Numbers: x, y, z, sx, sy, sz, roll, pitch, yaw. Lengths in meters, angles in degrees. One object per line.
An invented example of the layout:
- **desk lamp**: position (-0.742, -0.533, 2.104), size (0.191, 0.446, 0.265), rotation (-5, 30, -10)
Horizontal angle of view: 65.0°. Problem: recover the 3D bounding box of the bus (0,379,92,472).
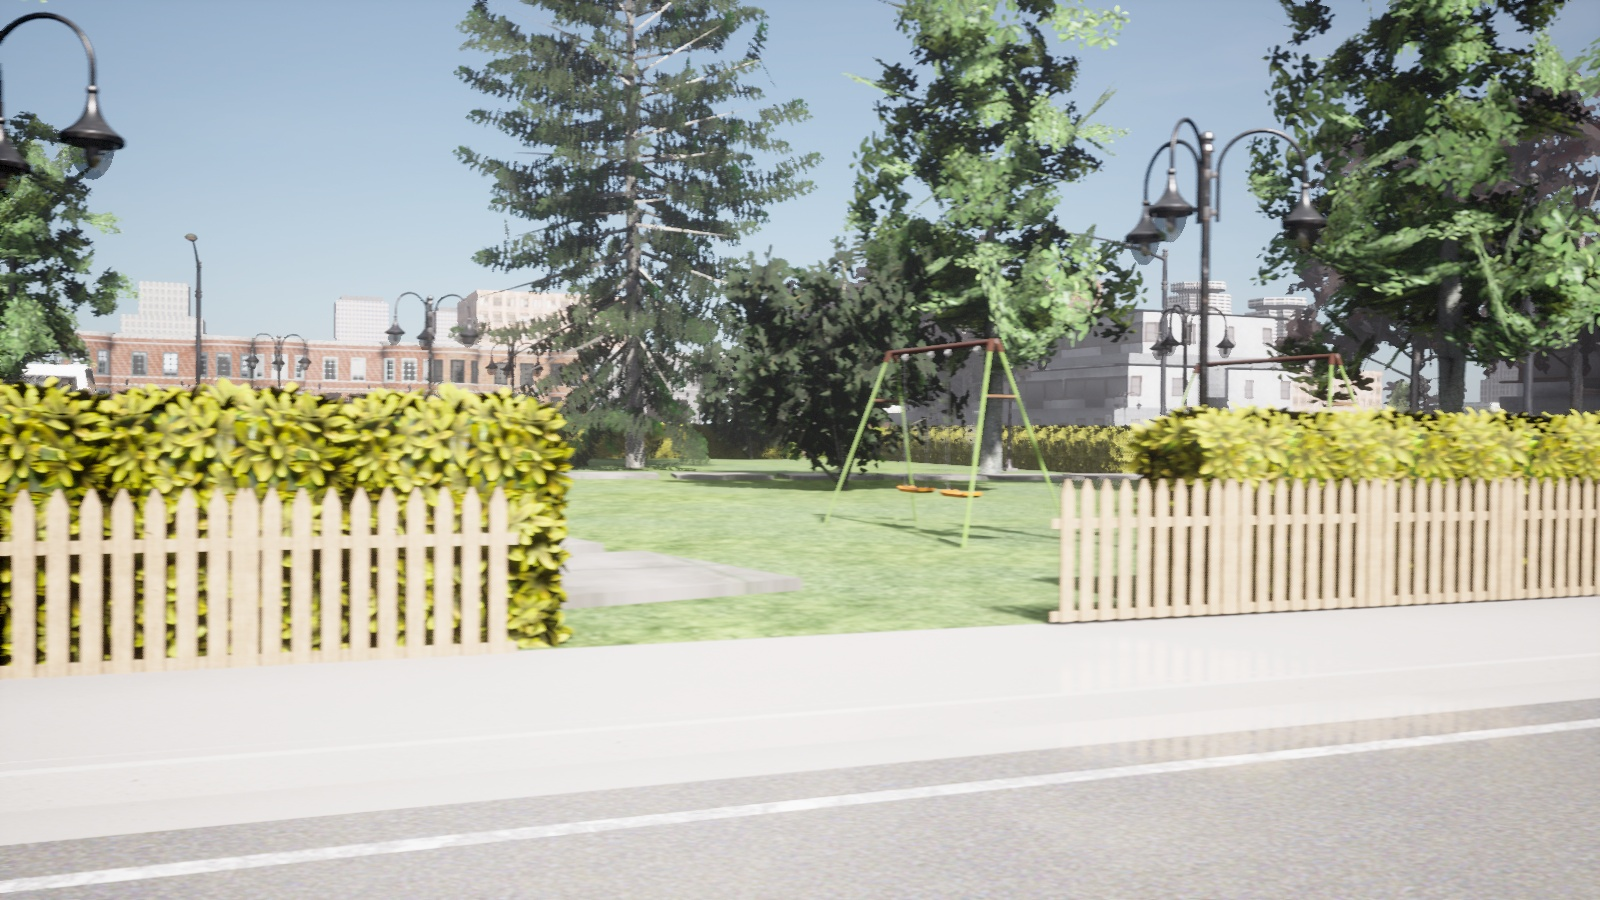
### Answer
- **bus**: position (-39.122, -1.108, 58.420), size (10.273, 4.253, 3.944), rotation (-1, 1, -22)
